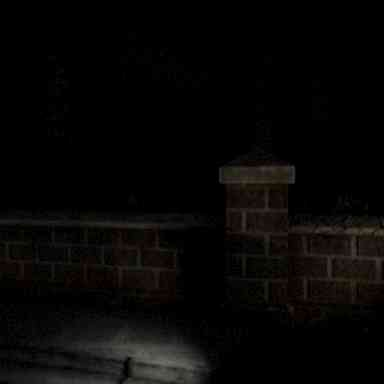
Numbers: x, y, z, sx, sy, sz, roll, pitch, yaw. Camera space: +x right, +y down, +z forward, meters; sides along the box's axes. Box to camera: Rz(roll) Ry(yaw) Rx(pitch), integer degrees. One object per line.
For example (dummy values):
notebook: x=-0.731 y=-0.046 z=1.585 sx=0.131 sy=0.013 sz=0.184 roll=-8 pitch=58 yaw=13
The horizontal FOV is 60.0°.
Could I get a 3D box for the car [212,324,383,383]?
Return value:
car: x=2.418 y=1.525 z=2.164 sx=4.674 sy=1.442 sz=1.812 roll=0 pitch=0 yaw=14
